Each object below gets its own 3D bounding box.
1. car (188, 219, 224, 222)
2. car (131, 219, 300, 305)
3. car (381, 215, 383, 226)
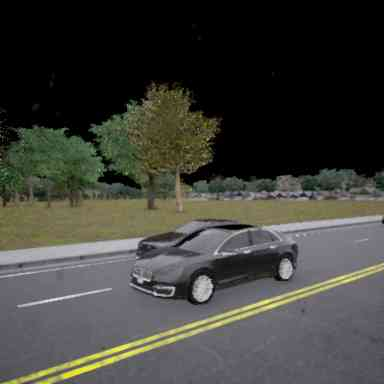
[{"bbox_3d":[0.599,1.730,12.517,5.357,1.411,2.033,0,-1,-39],"label":"car"},{"bbox_3d":[0.805,1.627,8.521,4.892,1.490,1.837,0,-1,-39],"label":"car"},{"bbox_3d":[15.728,1.791,24.530,4.181,1.385,1.994,0,-1,-38],"label":"car"}]
